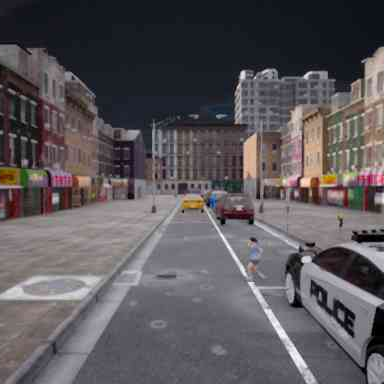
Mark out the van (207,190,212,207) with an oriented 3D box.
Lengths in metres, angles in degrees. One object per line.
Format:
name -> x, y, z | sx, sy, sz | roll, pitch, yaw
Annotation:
van -> 2.621, 0.828, 31.843 | 1.690, 1.788, 3.998 | 0, 1, 0

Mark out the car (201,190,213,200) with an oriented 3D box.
car -> 2.610, 0.489, 59.219 | 1.967, 1.590, 4.097 | 0, 1, 0

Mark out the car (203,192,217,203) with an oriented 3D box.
car -> 2.615, 0.747, 48.440 | 1.752, 1.417, 4.829 | 0, 1, 0

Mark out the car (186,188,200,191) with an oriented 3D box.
car -> 0.095, 0.496, 44.565 | 2.150, 2.045, 5.566 | 0, 0, -2

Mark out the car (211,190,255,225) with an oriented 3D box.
car -> 2.626, 0.977, 20.893 | 2.192, 1.841, 5.009 | 0, 1, 0

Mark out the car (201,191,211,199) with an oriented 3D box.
car -> 2.608, 0.484, 64.865 | 1.752, 1.417, 4.829 | 0, 1, 0

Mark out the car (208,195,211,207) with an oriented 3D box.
car -> 2.624, 1.125, 26.372 | 2.008, 1.369, 4.403 | 0, 1, 0

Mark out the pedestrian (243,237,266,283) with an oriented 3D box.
pedestrian -> 1.475, 1.547, 7.724 | 0.500, 1.100, 0.500 | 0, 1, 0

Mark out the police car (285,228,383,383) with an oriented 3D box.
police car -> 2.748, 1.346, 4.714 | 1.930, 1.638, 5.238 | 0, 1, 0

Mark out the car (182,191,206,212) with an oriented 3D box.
car -> 0.078, 0.979, 30.958 | 1.882, 1.535, 5.008 | 0, 1, 0

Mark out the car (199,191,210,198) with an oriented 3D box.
car -> 2.606, 0.424, 70.170 | 2.008, 1.369, 4.403 | 0, 1, 0

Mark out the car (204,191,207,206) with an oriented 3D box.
car -> 2.619, 0.714, 37.317 | 2.192, 1.841, 5.009 | 0, 1, 0

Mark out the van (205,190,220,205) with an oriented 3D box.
van -> 2.617, 0.653, 42.792 | 1.690, 1.788, 3.998 | 0, 1, 0
